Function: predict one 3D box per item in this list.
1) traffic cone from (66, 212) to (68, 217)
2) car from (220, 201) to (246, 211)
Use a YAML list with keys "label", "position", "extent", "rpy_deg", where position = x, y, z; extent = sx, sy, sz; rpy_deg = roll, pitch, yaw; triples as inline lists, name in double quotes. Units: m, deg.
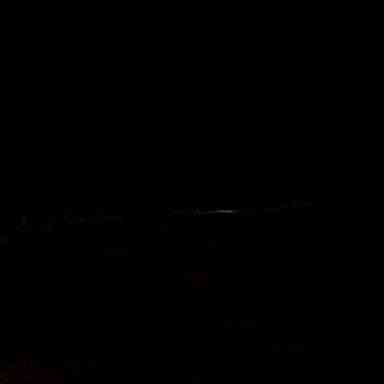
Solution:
- label: "traffic cone"
  position: [-12.952, 2.319, 34.398]
  extent: [0.340, 0.580, 0.340]
  rpy_deg: [0, -1, 25]
- label: "car"
  position: [6.542, 2.147, 52.872]
  extent: [1.882, 1.535, 5.008]
  rpy_deg: [0, -1, 43]
